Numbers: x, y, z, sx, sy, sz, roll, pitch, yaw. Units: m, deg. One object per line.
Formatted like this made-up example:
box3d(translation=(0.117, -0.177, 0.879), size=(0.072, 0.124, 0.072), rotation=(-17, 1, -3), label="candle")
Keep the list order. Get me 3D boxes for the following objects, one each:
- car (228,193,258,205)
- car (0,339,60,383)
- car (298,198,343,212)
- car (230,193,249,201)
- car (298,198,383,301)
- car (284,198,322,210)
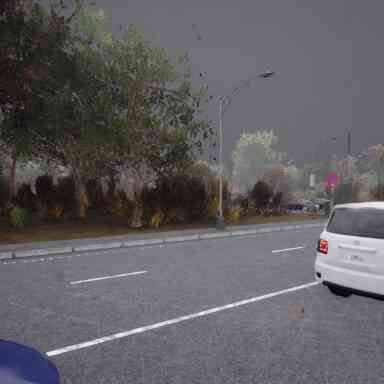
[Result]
box3d(translation=(8.820, 1.165, 58.134), size=(2.150, 2.045, 5.566), rotation=(0, 1, -32), label="car")
box3d(translation=(-3.070, 1.526, 1.553), size=(4.674, 1.442, 1.812), rotation=(0, 0, -36), label="car")
box3d(translation=(15.569, 1.491, 40.540), size=(2.128, 1.511, 4.902), rotation=(0, 0, -32), label="car")
box3d(translation=(7.294, 1.213, 47.085), size=(2.150, 2.045, 5.566), rotation=(0, 0, -32), label="car")
box3d(translation=(5.050, 1.221, 7.356), size=(5.566, 2.045, 2.150), rotation=(0, 0, -35), label="car")
box3d(translation=(12.539, 1.491, 38.756), size=(2.128, 1.511, 4.902), rotation=(0, 0, -33), label="car")
